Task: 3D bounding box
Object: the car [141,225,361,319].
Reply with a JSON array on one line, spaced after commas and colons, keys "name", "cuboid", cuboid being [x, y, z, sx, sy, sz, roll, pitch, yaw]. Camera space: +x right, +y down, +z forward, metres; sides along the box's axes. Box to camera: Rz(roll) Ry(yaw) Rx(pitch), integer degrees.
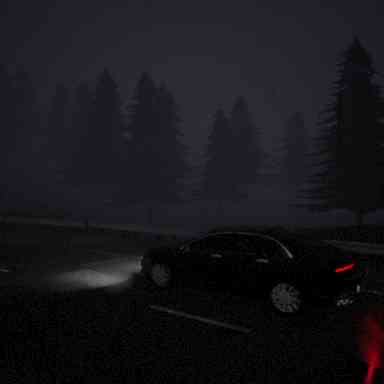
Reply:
[{"name": "car", "cuboid": [1.019, 1.497, 7.403, 4.892, 1.490, 1.837, 0, 0, 34]}]
